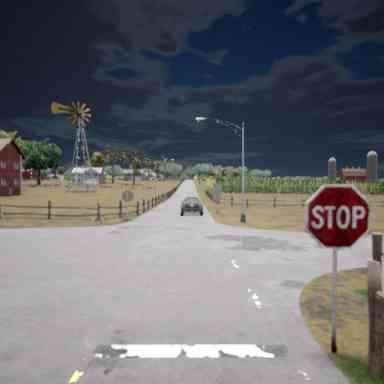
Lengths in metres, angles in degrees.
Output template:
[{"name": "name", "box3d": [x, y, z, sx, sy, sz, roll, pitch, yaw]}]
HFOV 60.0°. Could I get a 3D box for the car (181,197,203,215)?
[{"name": "car", "box3d": [-0.012, 1.278, 33.457, 2.097, 1.767, 4.553, 0, 1, 0]}]
